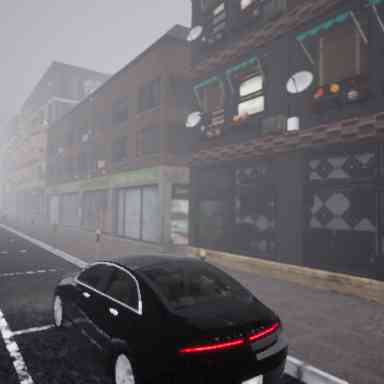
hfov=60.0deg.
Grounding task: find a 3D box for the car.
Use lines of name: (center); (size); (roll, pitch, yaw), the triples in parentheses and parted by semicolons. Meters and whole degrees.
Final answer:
car: (-0.807, 1.735, 5.287); (1.837, 1.490, 4.892); (3, -3, -35)
